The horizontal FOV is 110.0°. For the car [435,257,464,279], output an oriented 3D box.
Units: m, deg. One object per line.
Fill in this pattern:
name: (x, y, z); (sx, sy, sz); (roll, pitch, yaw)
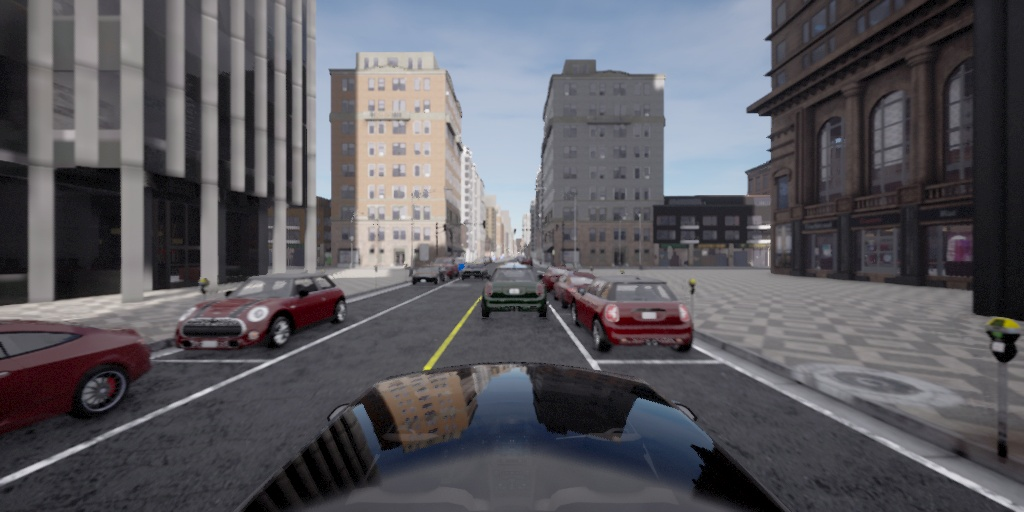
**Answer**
car: (-5.858, 1.010, 31.496); (2.192, 1.841, 5.009); (0, 0, 0)

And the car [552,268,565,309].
car: (2.667, 1.309, 14.551); (1.802, 1.307, 4.207); (0, 0, 0)

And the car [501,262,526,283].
car: (0.082, 1.227, 28.275); (1.812, 1.442, 4.674); (0, 0, 0)

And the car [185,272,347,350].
car: (-5.858, 1.178, 8.936); (1.967, 1.591, 4.097); (0, 0, 0)

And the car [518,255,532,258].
car: (2.668, 0.886, 64.127); (2.192, 1.841, 5.009); (0, 0, 0)

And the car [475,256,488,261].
car: (-5.858, 1.097, 63.984); (1.751, 1.417, 4.829); (0, 0, 0)

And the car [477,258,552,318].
car: (0.080, 1.083, 13.052); (2.097, 1.767, 4.553); (0, 0, 0)

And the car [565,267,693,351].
car: (2.667, 1.177, 8.911); (1.967, 1.591, 4.097); (0, 0, 0)

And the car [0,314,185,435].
car: (-5.858, 1.330, 3.295); (1.802, 1.307, 4.207); (0, 0, 0)

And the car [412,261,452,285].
car: (-5.858, 1.272, 25.855); (1.948, 1.339, 4.313); (0, 0, 0)

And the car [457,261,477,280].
car: (-3.083, 1.299, 30.018); (1.895, 1.301, 4.718); (0, 0, 0)
